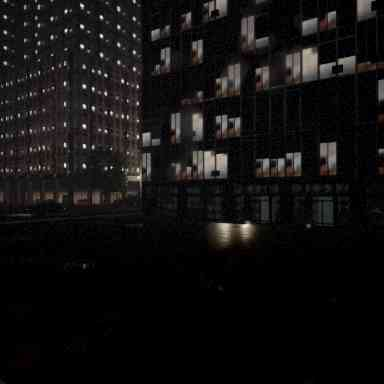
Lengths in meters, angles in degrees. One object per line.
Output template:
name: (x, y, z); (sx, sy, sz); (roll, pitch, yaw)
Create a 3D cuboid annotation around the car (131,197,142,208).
car: (-6.582, 1.775, 50.717); (1.895, 1.301, 4.718); (0, 0, 35)

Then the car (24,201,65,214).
car: (-16.244, 1.670, 36.731); (1.994, 1.385, 4.181); (0, 0, 34)

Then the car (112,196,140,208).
car: (-9.763, 1.492, 50.714); (2.192, 1.841, 5.009); (-1, -1, 35)
